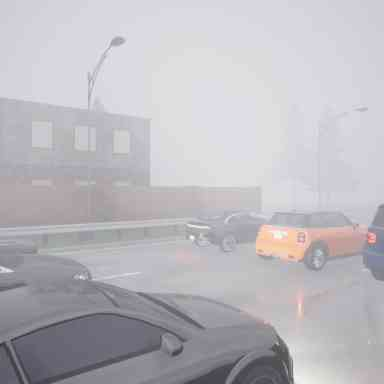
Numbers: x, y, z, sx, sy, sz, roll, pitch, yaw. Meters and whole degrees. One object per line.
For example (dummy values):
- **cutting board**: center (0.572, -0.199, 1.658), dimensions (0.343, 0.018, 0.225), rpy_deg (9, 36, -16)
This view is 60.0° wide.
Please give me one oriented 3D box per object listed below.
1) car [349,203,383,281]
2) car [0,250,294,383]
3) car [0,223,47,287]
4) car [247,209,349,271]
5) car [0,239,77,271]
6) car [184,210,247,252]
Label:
- **car**: center (6.642, 1.221, 8.545), dimensions (5.566, 2.045, 2.150), rpy_deg (0, 0, -35)
- **car**: center (-0.987, 1.564, 3.044), dimensions (4.181, 1.385, 1.994), rpy_deg (0, 0, -35)
- **car**: center (-6.193, 1.601, 7.925), dimensions (4.718, 1.301, 1.895), rpy_deg (0, 0, -36)
- **car**: center (4.311, 1.352, 11.184), dimensions (4.553, 1.767, 2.097), rpy_deg (0, 0, -35)
- **car**: center (-4.050, 1.492, 5.155), dimensions (4.902, 1.511, 2.128), rpy_deg (0, 0, -36)
- **car**: center (1.989, 1.491, 13.829), dimensions (4.902, 1.511, 2.128), rpy_deg (0, 0, -35)
